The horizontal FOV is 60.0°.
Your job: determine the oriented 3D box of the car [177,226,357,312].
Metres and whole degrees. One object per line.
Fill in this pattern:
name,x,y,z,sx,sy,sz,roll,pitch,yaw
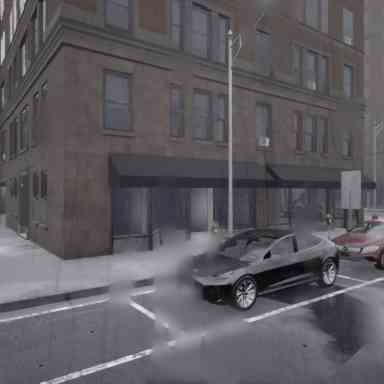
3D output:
car,1.695,1.566,7.744,4.313,1.339,1.947,0,0,-36

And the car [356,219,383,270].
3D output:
car,6.174,1.582,10.939,4.206,1.307,1.802,0,0,-35
